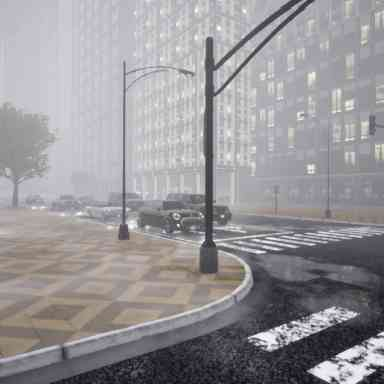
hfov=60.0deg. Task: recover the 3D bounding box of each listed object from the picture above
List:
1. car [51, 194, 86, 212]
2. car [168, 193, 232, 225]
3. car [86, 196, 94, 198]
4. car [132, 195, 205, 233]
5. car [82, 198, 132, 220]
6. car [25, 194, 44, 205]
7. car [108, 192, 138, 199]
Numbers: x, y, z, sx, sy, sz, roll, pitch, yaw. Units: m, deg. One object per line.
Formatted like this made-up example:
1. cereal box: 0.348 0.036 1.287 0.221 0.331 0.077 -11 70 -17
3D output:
1. car: -13.103 1.053 34.614 2.097 1.767 4.553 0 0 -36
2. car: 0.187 1.085 22.155 2.150 2.045 5.566 0 0 -37
3. car: -12.422 1.180 39.155 2.128 1.511 4.902 0 0 -37
4. car: -1.255 1.216 18.646 2.097 1.767 4.553 0 0 -37
5. car: -6.618 1.393 25.862 1.895 1.301 4.718 0 0 -37
6. car: -22.469 1.070 47.386 2.128 1.511 4.902 0 0 -37
7. car: -5.984 1.001 30.475 2.150 2.045 5.566 0 0 -36
